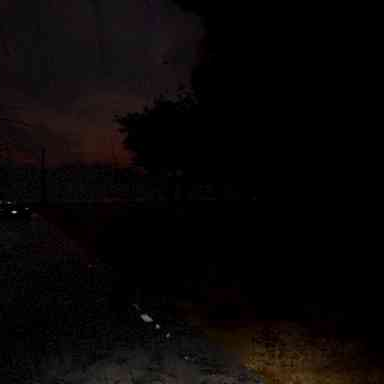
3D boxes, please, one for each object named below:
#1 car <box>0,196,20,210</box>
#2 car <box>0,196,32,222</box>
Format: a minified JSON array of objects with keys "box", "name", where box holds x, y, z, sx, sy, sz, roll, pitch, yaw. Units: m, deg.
[{"box":[-18.847,1.076,34.275,1.895,1.301,4.718,0,0,-29],"name":"car"},{"box":[-12.045,1.193,22.497,1.994,1.385,4.181,0,1,-30],"name":"car"}]
